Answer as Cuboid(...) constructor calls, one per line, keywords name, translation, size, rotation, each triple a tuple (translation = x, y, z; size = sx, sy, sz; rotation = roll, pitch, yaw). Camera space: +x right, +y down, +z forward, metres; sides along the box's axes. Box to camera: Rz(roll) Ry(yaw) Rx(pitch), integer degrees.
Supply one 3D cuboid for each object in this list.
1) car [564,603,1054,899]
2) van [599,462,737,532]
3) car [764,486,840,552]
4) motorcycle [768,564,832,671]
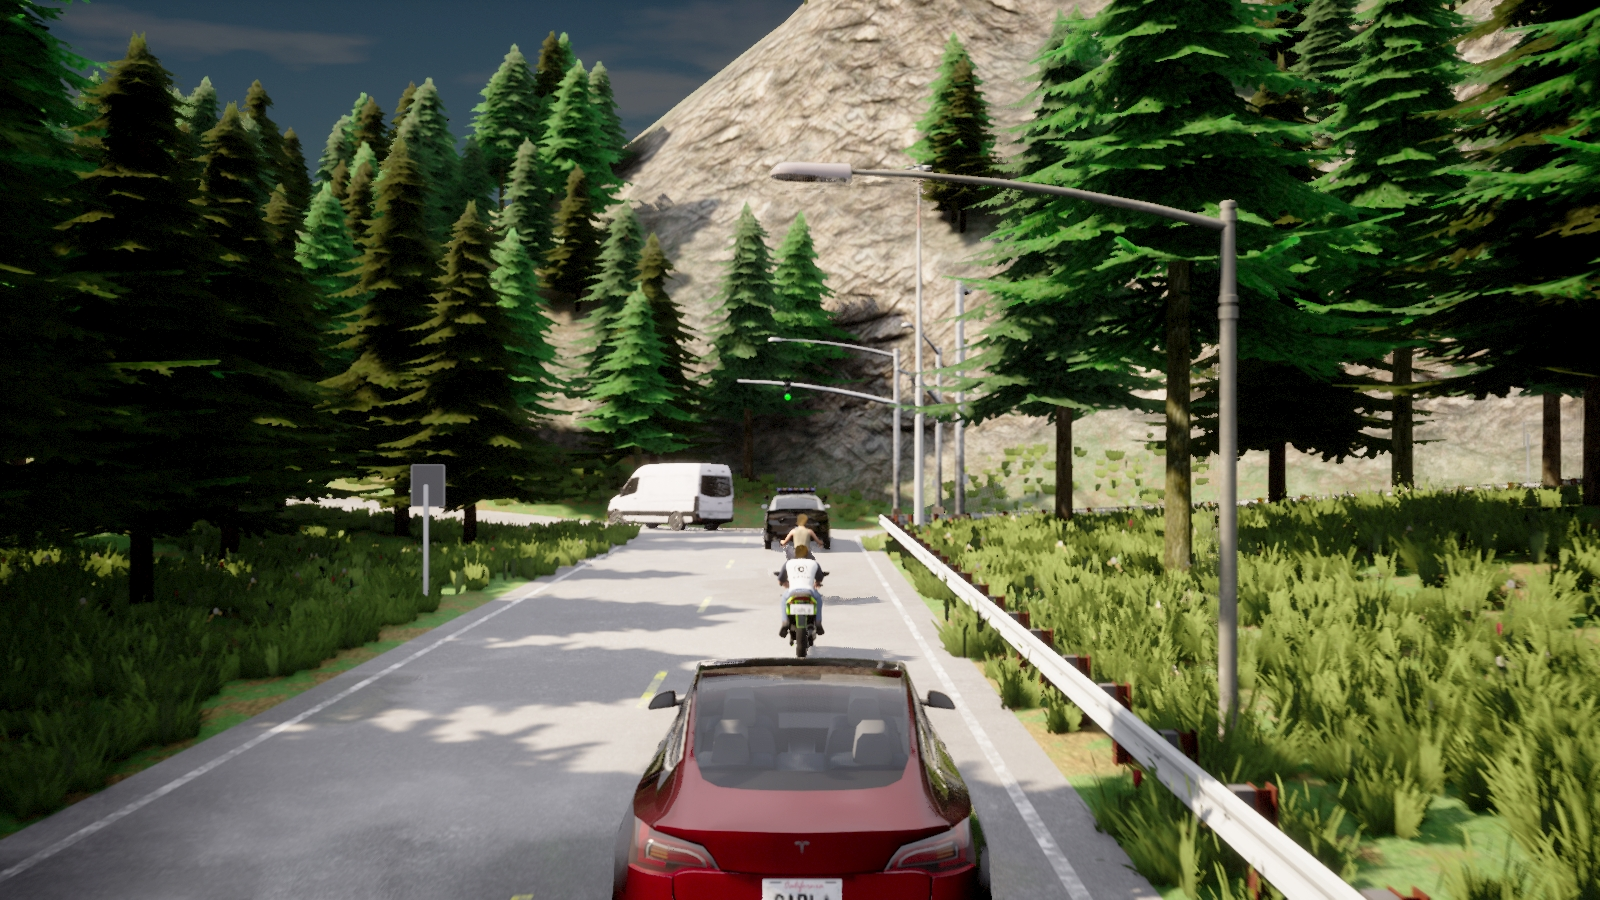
Cuboid(name="car", translation=(0.041, 2.062, 7.442), size=(2.163, 1.488, 4.792), rotation=(0, 0, 0))
Cuboid(name="van", translation=(-5.271, 1.862, 44.879), size=(5.915, 2.561, 1.988), rotation=(-2, -5, 44))
Cuboid(name="car", translation=(0.002, 1.977, 33.880), size=(2.097, 1.638, 5.238), rotation=(0, 0, -1))
Cuboid(name="motorcycle", translation=(0.001, 2.210, 15.392), size=(0.803, 1.145, 2.033), rotation=(0, 0, 0))
